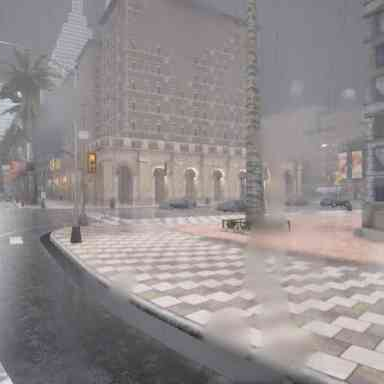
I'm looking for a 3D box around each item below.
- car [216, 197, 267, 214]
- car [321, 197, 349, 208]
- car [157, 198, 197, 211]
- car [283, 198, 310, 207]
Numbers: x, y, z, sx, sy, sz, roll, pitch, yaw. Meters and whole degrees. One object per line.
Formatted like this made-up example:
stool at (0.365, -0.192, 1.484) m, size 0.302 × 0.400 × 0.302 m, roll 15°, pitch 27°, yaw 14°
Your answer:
car at (5.127, 1.547, 35.567) m, size 5.357 × 1.411 × 2.033 m, roll 0°, pitch 0°, yaw -30°
car at (21.102, 1.491, 48.934) m, size 4.902 × 1.511 × 2.128 m, roll 0°, pitch 0°, yaw -30°
car at (-1.775, 1.491, 39.873) m, size 4.902 × 1.511 × 2.128 m, roll 0°, pitch 0°, yaw -30°
car at (15.770, 1.564, 50.000) m, size 4.181 × 1.385 × 1.994 m, roll 0°, pitch 0°, yaw -30°
